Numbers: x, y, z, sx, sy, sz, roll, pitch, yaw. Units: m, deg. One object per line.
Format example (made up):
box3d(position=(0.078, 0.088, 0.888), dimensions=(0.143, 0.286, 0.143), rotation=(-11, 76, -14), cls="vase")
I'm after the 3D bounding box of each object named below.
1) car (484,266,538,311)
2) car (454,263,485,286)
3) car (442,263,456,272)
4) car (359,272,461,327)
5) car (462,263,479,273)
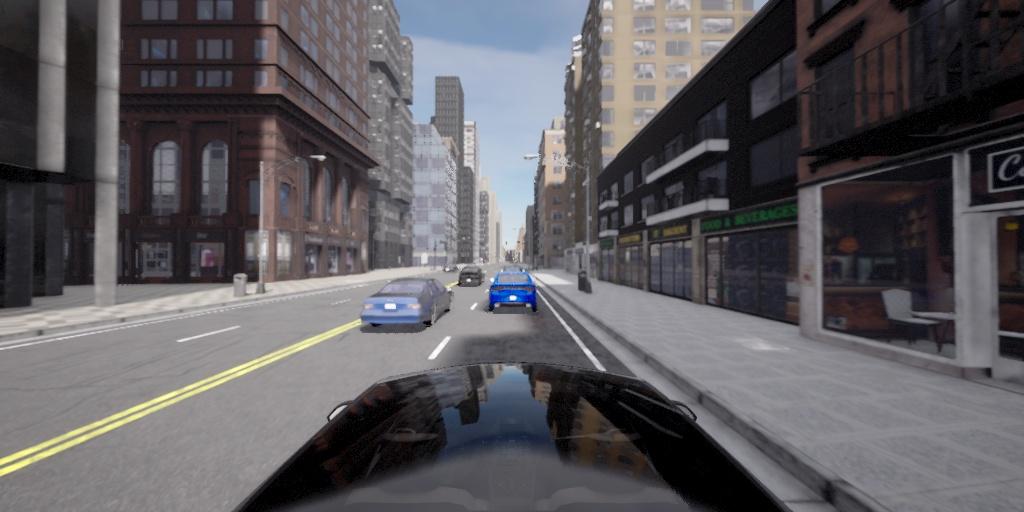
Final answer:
box3d(position=(0.053, 1.392, 15.509), dimensions=(1.882, 1.535, 5.008), rotation=(0, 0, 1), cls="car")
box3d(position=(-3.210, 1.590, 29.264), dimensions=(1.837, 1.490, 4.892), rotation=(0, 0, 1), cls="car")
box3d(position=(-9.802, 1.940, 57.083), dimensions=(2.128, 1.511, 4.902), rotation=(0, -1, 0), cls="car")
box3d(position=(-3.231, 1.421, 12.081), dimensions=(2.033, 1.411, 5.357), rotation=(0, -1, 0), cls="car")
box3d(position=(-6.552, 1.940, 57.077), dimensions=(2.128, 1.511, 4.902), rotation=(0, -1, 0), cls="car")
